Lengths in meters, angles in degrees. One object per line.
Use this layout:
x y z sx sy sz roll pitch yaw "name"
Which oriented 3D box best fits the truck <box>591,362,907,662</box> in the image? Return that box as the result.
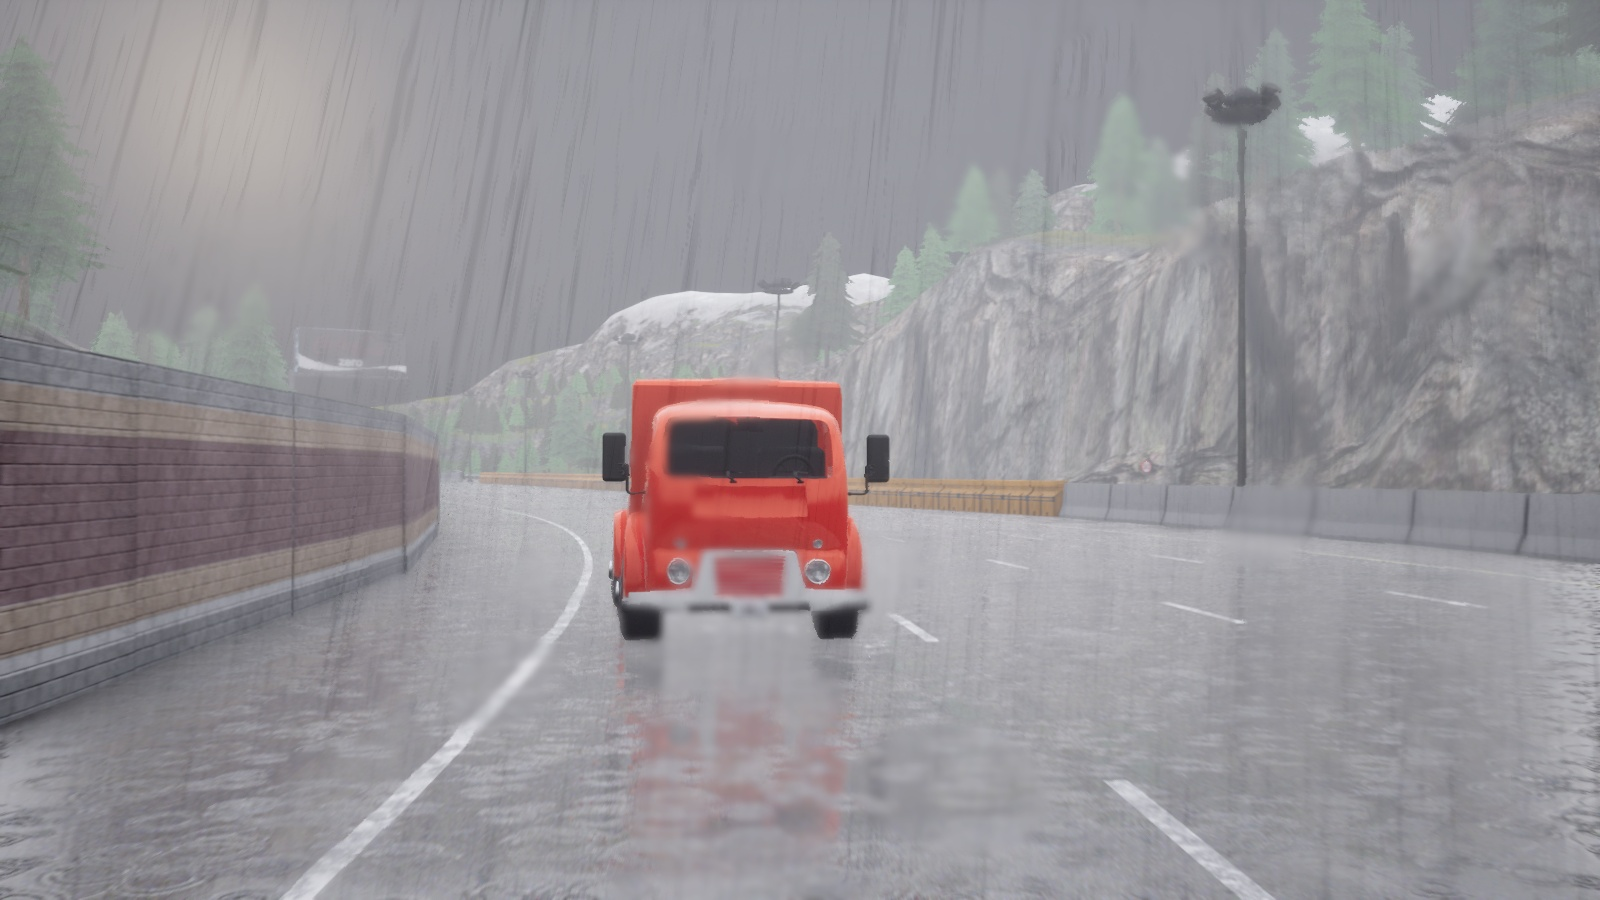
-0.702 0.550 13.055 2.627 2.467 5.204 0 -1 -6 "truck"
